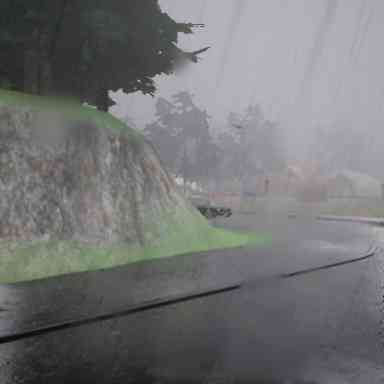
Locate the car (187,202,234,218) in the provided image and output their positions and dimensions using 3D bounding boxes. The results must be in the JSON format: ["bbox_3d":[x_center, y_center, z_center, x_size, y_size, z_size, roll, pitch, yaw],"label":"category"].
[{"bbox_3d":[1.564,1.602,29.867,1.895,1.301,4.718,0,0,-35],"label":"car"}]
